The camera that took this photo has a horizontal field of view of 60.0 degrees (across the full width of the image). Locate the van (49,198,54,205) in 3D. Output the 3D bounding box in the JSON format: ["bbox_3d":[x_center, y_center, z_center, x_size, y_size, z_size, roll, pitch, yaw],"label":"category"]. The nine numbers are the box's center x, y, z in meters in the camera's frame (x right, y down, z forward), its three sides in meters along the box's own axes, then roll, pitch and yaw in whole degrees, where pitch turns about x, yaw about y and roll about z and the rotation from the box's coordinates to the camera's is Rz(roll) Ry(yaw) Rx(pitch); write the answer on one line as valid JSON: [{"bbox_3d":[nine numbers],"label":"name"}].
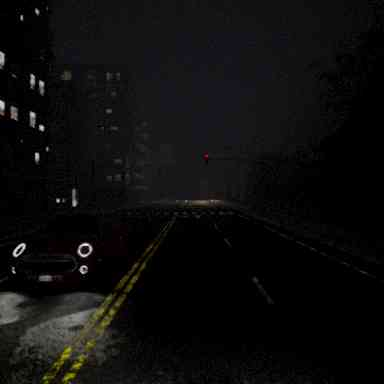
[{"bbox_3d":[-22.724,1.810,49.905,3.998,1.788,1.690,-1,1,-1],"label":"van"}]

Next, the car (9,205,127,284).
[{"bbox_3d":[-3.349,1.390,9.848,2.097,1.767,4.553,0,0,0],"label":"car"}]
